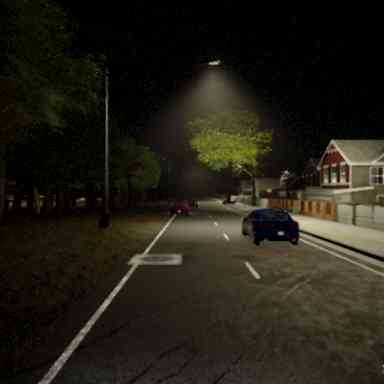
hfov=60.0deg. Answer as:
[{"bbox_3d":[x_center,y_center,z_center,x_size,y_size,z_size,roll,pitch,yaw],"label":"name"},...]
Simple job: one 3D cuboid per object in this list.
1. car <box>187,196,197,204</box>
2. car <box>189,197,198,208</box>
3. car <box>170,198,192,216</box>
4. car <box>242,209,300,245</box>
[{"bbox_3d":[0.021,1.701,71.772,2.033,1.411,5.357,0,0,0],"label":"car"},{"bbox_3d":[0.015,1.792,52.245,2.033,1.411,5.357,0,0,0],"label":"car"},{"bbox_3d":[-1.215,1.660,33.945,1.812,1.442,4.674,0,0,0],"label":"car"},{"bbox_3d":[3.605,1.530,15.968,1.882,1.535,5.008,0,0,0],"label":"car"}]
